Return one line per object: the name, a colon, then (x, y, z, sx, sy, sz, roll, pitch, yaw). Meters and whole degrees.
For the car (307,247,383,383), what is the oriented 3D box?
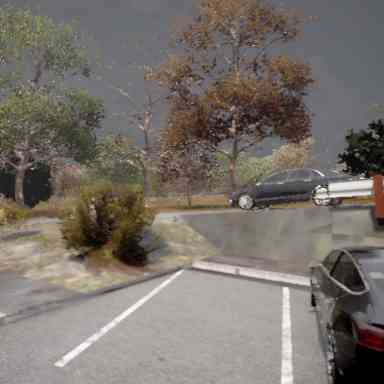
car: (2.856, 1.516, 4.859, 2.163, 1.488, 4.792, 0, -1, 16)

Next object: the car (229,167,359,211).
car: (3.777, -0.104, 12.835, 4.892, 1.490, 1.837, -5, -3, 34)
